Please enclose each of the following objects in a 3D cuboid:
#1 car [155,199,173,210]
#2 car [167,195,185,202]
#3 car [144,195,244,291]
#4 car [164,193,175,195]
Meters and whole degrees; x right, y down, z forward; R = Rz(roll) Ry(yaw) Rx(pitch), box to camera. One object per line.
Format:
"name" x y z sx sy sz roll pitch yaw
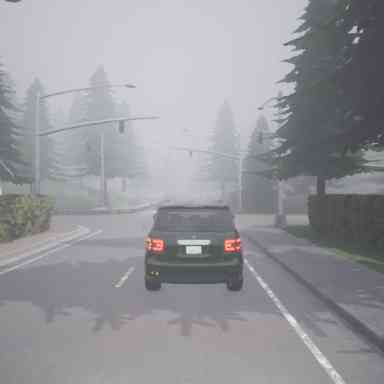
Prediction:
"car" -3.649 1.601 43.987 1.895 1.301 4.718 0 0 0
"car" -3.628 1.524 74.105 1.812 1.442 4.674 0 0 -35
"car" 0.052 1.221 9.156 2.150 2.045 5.566 0 0 0
"car" -3.652 1.221 54.352 2.150 2.045 5.566 0 0 -1
